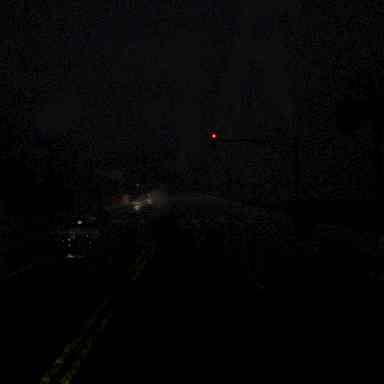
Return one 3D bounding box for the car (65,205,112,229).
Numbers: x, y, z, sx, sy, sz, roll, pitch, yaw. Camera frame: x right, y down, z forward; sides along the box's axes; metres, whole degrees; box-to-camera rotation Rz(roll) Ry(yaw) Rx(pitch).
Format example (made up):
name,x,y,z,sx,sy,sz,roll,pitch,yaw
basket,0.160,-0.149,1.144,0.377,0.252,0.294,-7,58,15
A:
name,x,y,z,sx,sy,sz,roll,pitch,yaw
car,-6.499,1.561,21.248,1.994,1.385,4.181,0,0,0
